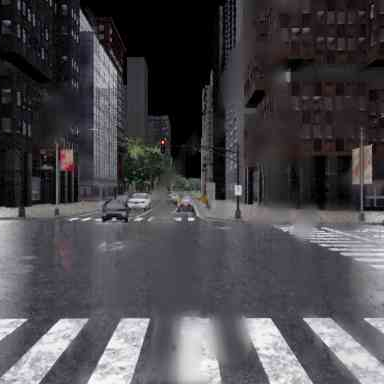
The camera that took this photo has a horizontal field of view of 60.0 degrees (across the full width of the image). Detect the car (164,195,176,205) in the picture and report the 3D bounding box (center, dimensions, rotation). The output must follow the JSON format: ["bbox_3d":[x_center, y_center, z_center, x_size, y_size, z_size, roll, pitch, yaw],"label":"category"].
[{"bbox_3d":[-3.601,1.661,61.640,1.895,1.301,4.718,0,0,0],"label":"car"}]

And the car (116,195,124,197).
[{"bbox_3d":[-9.302,1.335,44.400,2.192,1.841,5.009,0,0,-1],"label":"car"}]

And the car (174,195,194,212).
[{"bbox_3d":[-0.725,1.448,39.052,1.967,1.590,4.097,0,0,-1],"label":"car"}]

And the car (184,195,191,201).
[{"bbox_3d":[-1.190,1.574,87.875,1.967,1.590,4.097,0,0,-1],"label":"car"}]

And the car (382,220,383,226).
[{"bbox_3d":[14.737,1.724,21.055,4.902,1.511,2.128,1,0,0],"label":"car"}]

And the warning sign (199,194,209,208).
[{"bbox_3d":[1.551,1.131,42.744,1.300,1.860,1.060,0,0,-1],"label":"warning sign"}]

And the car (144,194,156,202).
[{"bbox_3d":[-9.612,1.417,76.955,2.192,1.841,5.009,0,0,-1],"label":"car"}]

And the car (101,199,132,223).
[{"bbox_3d":[-5.857,1.514,25.433,2.033,1.411,5.357,1,-1,-11],"label":"car"}]

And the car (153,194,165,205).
[{"bbox_3d":[-6.758,1.414,62.286,2.097,1.767,4.553,0,0,0],"label":"car"}]

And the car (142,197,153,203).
[{"bbox_3d":[-9.559,1.668,71.528,1.802,1.307,4.206,0,0,-1],"label":"car"}]

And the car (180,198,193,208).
[{"bbox_3d":[-0.828,1.614,49.901,1.802,1.307,4.206,0,0,-1],"label":"car"}]

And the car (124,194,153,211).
[{"bbox_3d":[-6.613,1.236,41.985,2.150,2.045,5.566,0,0,-1],"label":"car"}]

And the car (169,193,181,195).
[{"bbox_3d":[-3.829,1.575,75.426,1.882,1.535,5.008,0,0,-1],"label":"car"}]

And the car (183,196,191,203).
[{"bbox_3d":[-1.036,1.612,71.770,1.752,1.417,4.829,0,0,-1],"label":"car"}]

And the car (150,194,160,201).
[{"bbox_3d":[-9.715,1.449,87.806,2.192,1.841,5.009,0,0,-1],"label":"car"}]

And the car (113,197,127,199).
[{"bbox_3d":[-9.250,1.574,38.974,1.947,1.339,4.313,0,0,-1],"label":"car"}]

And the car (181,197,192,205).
[{"bbox_3d":[-0.931,1.603,60.751,1.887,1.381,4.507,0,0,-1],"label":"car"}]
